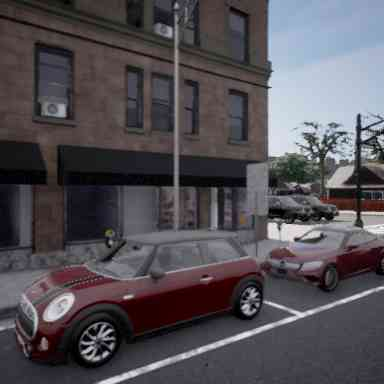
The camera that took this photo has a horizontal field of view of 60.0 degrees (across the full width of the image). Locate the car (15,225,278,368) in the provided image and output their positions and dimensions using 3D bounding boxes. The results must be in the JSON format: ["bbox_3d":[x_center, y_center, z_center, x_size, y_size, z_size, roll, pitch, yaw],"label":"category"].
[{"bbox_3d":[-0.712,1.442,5.680,4.097,1.590,1.967,0,0,-35],"label":"car"}]

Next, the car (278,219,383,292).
[{"bbox_3d":[3.782,1.588,8.884,4.206,1.307,1.802,0,0,-35],"label":"car"}]

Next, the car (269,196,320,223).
[{"bbox_3d":[7.026,1.340,26.793,2.150,2.045,5.566,0,0,-35],"label":"car"}]

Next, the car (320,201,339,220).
[{"bbox_3d":[9.707,1.341,28.633,2.150,2.045,5.566,0,0,-35],"label":"car"}]
